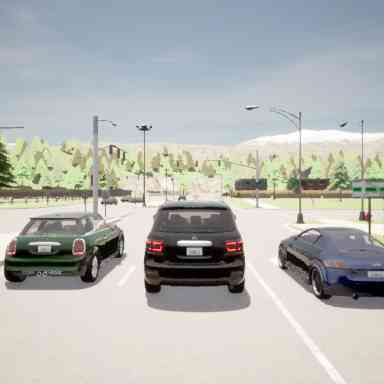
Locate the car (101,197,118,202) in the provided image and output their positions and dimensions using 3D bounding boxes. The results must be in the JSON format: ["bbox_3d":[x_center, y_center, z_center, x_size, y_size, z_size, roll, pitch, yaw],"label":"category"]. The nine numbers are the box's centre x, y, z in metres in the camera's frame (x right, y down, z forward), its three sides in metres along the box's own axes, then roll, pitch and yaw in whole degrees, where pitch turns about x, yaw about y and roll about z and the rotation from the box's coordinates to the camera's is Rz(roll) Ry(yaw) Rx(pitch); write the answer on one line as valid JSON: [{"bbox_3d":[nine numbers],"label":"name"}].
[{"bbox_3d":[-14.430,1.547,58.154,2.033,1.411,5.357,0,0,1],"label":"car"}]

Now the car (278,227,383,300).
[{"bbox_3d":[3.572,1.564,8.444,1.994,1.385,4.181,0,0,0],"label":"car"}]

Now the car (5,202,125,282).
[{"bbox_3d":[-3.424,1.352,9.881,2.097,1.767,4.553,0,0,0],"label":"car"}]

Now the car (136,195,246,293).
[{"bbox_3d":[0.069,1.221,8.988,2.150,2.045,5.566,0,0,0],"label":"car"}]

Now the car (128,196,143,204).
[{"bbox_3d":[-10.756,1.563,65.633,1.994,1.385,4.181,0,0,2],"label":"car"}]

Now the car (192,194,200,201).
[{"bbox_3d":[1.060,1.311,83.335,1.882,1.535,5.008,0,0,1],"label":"car"}]

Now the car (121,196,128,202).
[{"bbox_3d":[-14.113,1.533,72.812,2.033,1.411,5.357,0,0,1],"label":"car"}]
